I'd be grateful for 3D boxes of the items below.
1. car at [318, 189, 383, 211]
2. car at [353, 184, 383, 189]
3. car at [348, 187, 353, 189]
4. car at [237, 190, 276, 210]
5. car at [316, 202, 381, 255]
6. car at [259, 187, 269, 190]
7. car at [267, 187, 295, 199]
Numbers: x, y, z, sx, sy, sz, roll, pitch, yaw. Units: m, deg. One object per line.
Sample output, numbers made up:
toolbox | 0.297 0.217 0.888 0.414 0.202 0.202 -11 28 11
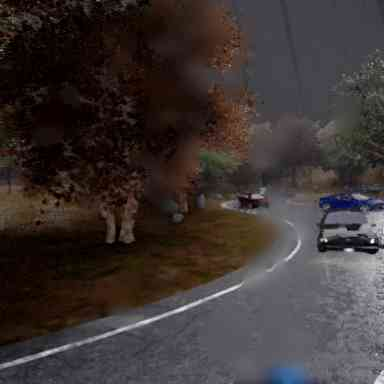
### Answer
car | 12.380 0.790 26.025 1.882 1.535 5.008 -4 2 -35
car | 29.887 -0.519 54.928 4.902 1.511 2.128 -1 2 10
car | 29.939 -0.631 58.202 5.008 1.535 1.882 -1 1 8
car | 5.941 0.863 32.385 1.882 1.535 5.008 -3 2 -11
car | 5.982 1.394 13.061 2.033 1.411 5.357 -2 1 22
car | 11.307 0.068 51.709 4.553 1.767 2.097 -4 2 -43
car | 13.498 0.260 49.444 4.181 1.385 1.994 -4 2 -44
